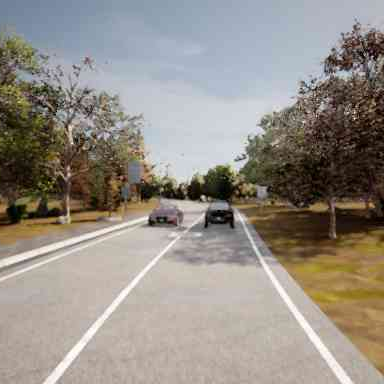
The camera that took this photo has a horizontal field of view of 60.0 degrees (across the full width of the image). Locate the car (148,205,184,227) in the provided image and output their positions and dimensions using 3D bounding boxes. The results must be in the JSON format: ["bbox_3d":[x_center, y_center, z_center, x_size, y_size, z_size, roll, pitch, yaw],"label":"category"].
[{"bbox_3d":[-1.715,1.594,23.105,1.994,1.385,4.181,0,0,7],"label":"car"}]

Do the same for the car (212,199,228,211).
[{"bbox_3d":[3.580,1.647,43.113,1.895,1.301,4.718,0,0,2],"label":"car"}]

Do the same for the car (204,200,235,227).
[{"bbox_3d":[1.908,1.488,22.875,1.882,1.535,5.008,0,0,6],"label":"car"}]
